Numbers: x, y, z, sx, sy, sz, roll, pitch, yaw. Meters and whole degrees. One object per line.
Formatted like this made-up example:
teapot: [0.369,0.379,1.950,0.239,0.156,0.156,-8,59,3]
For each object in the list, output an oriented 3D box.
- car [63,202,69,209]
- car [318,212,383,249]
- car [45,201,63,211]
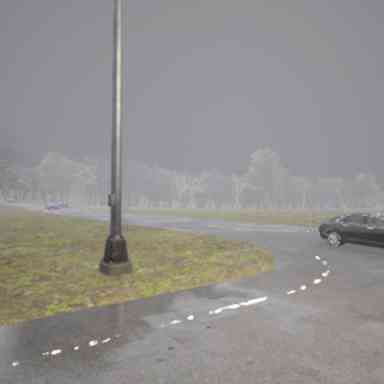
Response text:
car: [-30.884,3.034,78.953,2.097,1.767,4.553,3,-3,-36]
car: [7.593,1.626,13.494,1.837,1.490,4.892,2,-1,-36]
car: [-25.203,2.570,59.998,1.882,1.535,5.008,3,-3,-31]
